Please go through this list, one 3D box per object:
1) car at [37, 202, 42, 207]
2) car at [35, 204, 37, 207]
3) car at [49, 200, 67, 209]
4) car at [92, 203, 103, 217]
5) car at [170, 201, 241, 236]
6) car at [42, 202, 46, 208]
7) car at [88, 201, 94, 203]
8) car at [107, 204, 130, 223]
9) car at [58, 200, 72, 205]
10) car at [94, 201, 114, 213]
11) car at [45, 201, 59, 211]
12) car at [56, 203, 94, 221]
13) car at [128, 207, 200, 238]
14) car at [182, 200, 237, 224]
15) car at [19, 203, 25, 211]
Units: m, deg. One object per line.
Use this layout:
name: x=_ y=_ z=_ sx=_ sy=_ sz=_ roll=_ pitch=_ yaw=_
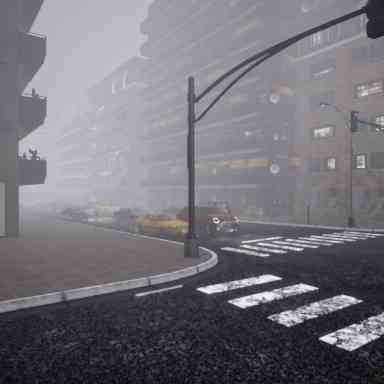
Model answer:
car: x=-35.236 y=3.049 z=79.980 sx=1.887 sy=1.381 sz=4.507 roll=-1 pitch=0 yaw=-36
car: x=-38.565 y=3.168 z=84.561 sx=1.947 sy=1.339 sz=4.313 roll=-1 pitch=0 yaw=-36
car: x=-28.574 y=2.623 z=70.824 sx=2.192 sy=1.841 sz=5.009 roll=-1 pitch=0 yaw=-36
car: x=-12.613 y=2.298 z=39.179 sx=1.895 sy=1.301 sz=4.718 roll=0 pitch=-1 yaw=-36
car: x=0.891 y=1.635 z=20.630 sx=2.097 sy=1.767 sz=4.553 roll=0 pitch=-1 yaw=-36
car: x=-31.901 y=2.972 z=75.401 sx=1.947 sy=1.339 sz=4.313 roll=-1 pitch=0 yaw=-36
car: x=-16.464 y=2.307 z=55.000 sx=2.097 sy=1.767 sz=4.553 roll=0 pitch=-1 yaw=-36
car: x=-5.141 y=2.017 z=28.901 sx=2.033 sy=1.411 sz=5.357 roll=0 pitch=-1 yaw=-36
car: x=-19.605 y=2.530 z=54.197 sx=2.033 sy=1.411 sz=5.357 roll=0 pitch=-1 yaw=-36
car: x=-12.441 y=2.290 z=49.539 sx=1.801 sy=1.575 sz=5.366 roll=0 pitch=-1 yaw=-36
car: x=-25.285 y=2.755 z=61.994 sx=1.895 sy=1.301 sz=4.718 roll=0 pitch=-1 yaw=-36
car: x=-11.940 y=2.163 z=33.814 sx=1.887 sy=1.381 sz=4.507 roll=-1 pitch=0 yaw=-36
car: x=-1.837 y=1.833 z=19.942 sx=1.752 sy=1.417 sz=4.829 roll=-1 pitch=0 yaw=-36
car: x=1.433 y=1.713 z=29.622 sx=2.192 sy=1.841 sz=5.009 roll=-1 pitch=0 yaw=-36
car: x=-31.946 y=2.769 z=61.283 sx=1.887 sy=1.381 sz=4.507 roll=-1 pitch=0 yaw=-36
